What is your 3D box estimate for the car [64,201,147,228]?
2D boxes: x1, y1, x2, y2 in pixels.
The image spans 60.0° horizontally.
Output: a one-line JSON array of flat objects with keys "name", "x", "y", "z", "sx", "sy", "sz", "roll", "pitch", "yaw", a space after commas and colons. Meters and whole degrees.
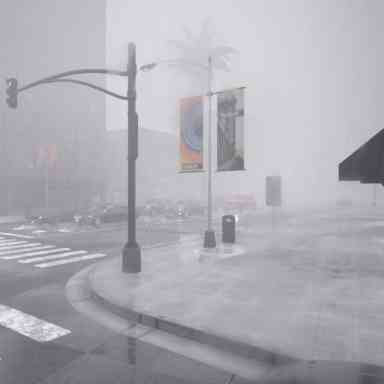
[{"name": "car", "x": -5.708, "y": 1.513, "z": 22.566, "sx": 2.128, "sy": 1.511, "sz": 4.902, "roll": 0, "pitch": 0, "yaw": 35}]

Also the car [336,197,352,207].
[{"name": "car", "x": 24.722, "y": 1.621, "z": 54.066, "sx": 2.128, "sy": 1.511, "sz": 4.902, "roll": 0, "pitch": 0, "yaw": 35}]

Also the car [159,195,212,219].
[{"name": "car", "x": -0.503, "y": 1.389, "z": 29.941, "sx": 2.097, "sy": 1.767, "sz": 4.553, "roll": 0, "pitch": 0, "yaw": 35}]

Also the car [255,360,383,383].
[{"name": "car", "x": 2.147, "y": 1.551, "z": 1.315, "sx": 4.403, "sy": 1.369, "sz": 2.008, "roll": 0, "pitch": 0, "yaw": 36}]

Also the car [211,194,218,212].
[{"name": "car", "x": 2.807, "y": 1.277, "z": 40.255, "sx": 2.150, "sy": 2.045, "sz": 5.566, "roll": 0, "pitch": 0, "yaw": 36}]

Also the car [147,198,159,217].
[{"name": "car", "x": -3.443, "y": 1.384, "z": 31.411, "sx": 2.097, "sy": 1.767, "sz": 4.553, "roll": 0, "pitch": 0, "yaw": 35}]

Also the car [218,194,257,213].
[{"name": "car", "x": 5.633, "y": 1.280, "z": 38.624, "sx": 2.150, "sy": 2.045, "sz": 5.566, "roll": 0, "pitch": 0, "yaw": 35}]

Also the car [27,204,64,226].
[{"name": "car", "x": -8.825, "y": 1.563, "z": 23.795, "sx": 2.033, "sy": 1.411, "sz": 5.357, "roll": 0, "pitch": 0, "yaw": 35}]
